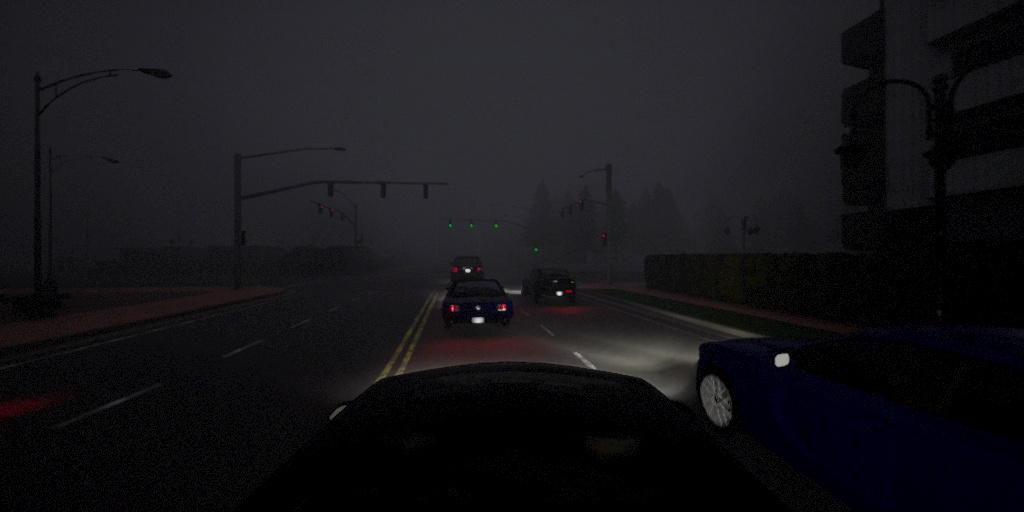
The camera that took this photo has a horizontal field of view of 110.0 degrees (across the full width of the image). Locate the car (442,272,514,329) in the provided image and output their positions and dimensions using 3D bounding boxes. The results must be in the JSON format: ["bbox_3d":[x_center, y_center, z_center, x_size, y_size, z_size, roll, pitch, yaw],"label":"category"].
[{"bbox_3d":[-1.155,1.360,11.409,1.895,1.301,4.718,0,0,-8],"label":"car"}]

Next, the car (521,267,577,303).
[{"bbox_3d":[1.635,1.261,16.908,1.837,1.490,4.892,0,0,-7],"label":"car"}]

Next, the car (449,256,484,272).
[{"bbox_3d":[-3.107,0.995,24.715,2.150,2.045,5.566,0,0,-8],"label":"car"}]

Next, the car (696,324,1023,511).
[{"bbox_3d":[3.294,1.221,2.490,1.882,1.535,5.008,0,0,-2],"label":"car"}]
